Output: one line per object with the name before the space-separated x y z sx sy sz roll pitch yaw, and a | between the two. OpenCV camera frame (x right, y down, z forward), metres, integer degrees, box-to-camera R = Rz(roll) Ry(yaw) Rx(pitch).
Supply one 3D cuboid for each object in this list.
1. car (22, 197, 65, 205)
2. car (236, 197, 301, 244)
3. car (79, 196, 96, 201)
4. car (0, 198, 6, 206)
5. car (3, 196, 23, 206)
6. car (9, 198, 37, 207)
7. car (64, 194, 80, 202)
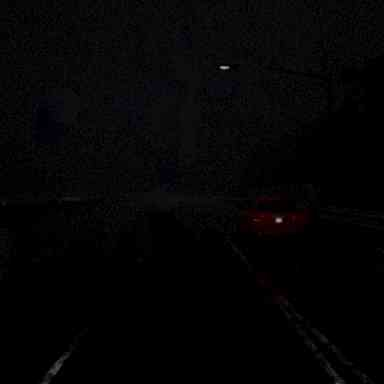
car | -17.582 1.652 39.711 2.033 1.411 5.357 0 0 0
car | 3.525 1.268 16.225 2.150 2.045 5.566 0 -1 0
car | -17.485 1.785 58.198 2.033 1.411 5.357 0 0 0
car | -21.080 1.614 33.258 1.812 1.442 4.674 0 0 0
car | -24.566 1.470 44.315 2.097 1.767 4.553 0 0 0
car | -27.986 1.704 55.261 2.033 1.411 5.357 0 0 0
car | -20.987 1.391 57.635 2.150 2.045 5.566 0 0 0
